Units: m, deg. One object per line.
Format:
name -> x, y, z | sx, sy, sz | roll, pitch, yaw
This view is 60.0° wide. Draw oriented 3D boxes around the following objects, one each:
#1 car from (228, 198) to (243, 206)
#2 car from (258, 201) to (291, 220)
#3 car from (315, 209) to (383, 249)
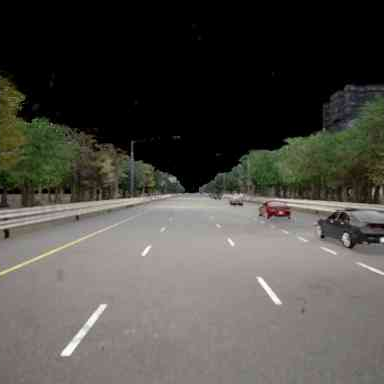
car -> 7.062, 1.634, 54.132 | 1.895, 1.301, 4.718 | 0, 0, 0
car -> 7.008, 1.500, 28.620 | 1.882, 1.535, 5.008 | 0, 0, 0
car -> 7.004, 1.505, 14.535 | 1.837, 1.490, 4.892 | 0, 0, 0
